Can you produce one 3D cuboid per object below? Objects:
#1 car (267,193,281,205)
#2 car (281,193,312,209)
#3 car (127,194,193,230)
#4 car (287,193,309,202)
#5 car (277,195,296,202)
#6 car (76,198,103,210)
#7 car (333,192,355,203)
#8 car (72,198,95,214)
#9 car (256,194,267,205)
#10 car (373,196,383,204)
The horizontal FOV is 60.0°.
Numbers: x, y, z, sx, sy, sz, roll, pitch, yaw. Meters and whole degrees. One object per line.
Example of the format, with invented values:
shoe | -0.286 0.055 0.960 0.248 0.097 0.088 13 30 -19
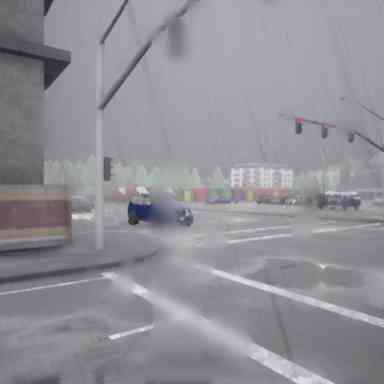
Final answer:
car | 14.378 1.342 53.384 3.905 1.438 1.784 0 0 -35
car | 16.052 1.374 51.023 3.806 1.475 1.970 0 0 -35
car | -2.185 1.160 21.085 2.150 2.045 5.566 0 0 -36
car | 21.858 1.124 68.785 4.605 1.855 1.932 0 0 -35
car | 20.235 1.335 71.185 3.905 1.438 1.784 0 0 -35
car | -12.881 1.502 41.783 1.994 1.385 4.181 0 0 -36
car | 36.137 1.118 78.937 3.866 1.878 1.905 0 0 -35
car | -11.996 1.504 34.549 1.994 1.385 4.181 0 0 -36
car | 12.784 1.132 55.544 4.605 1.855 1.932 0 0 -35
car | 31.707 1.366 55.054 3.806 1.475 1.970 0 0 -35
